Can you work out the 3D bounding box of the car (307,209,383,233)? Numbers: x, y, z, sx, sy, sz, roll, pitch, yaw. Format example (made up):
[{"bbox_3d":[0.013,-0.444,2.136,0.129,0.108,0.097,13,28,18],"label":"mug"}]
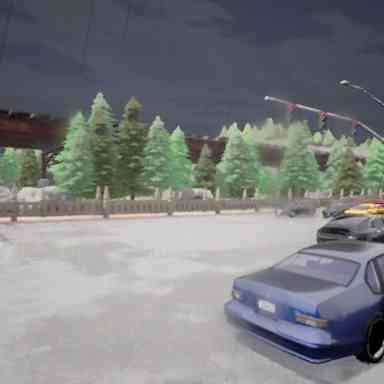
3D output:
[{"bbox_3d":[6.813,1.622,12.908,4.892,1.490,1.837,1,0,-36],"label":"car"}]

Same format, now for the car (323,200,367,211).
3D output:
[{"bbox_3d":[14.223,1.773,31.340,4.892,1.490,1.837,1,0,-36],"label":"car"}]

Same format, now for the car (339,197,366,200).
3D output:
[{"bbox_3d":[18.239,1.557,38.489,5.566,2.045,2.150,1,0,-36],"label":"car"}]

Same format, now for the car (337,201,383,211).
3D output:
[{"bbox_3d":[14.266,1.724,27.038,5.008,1.535,1.882,1,0,-36],"label":"car"}]

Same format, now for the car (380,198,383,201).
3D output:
[{"bbox_3d":[22.261,1.579,37.058,5.566,2.045,2.150,1,0,-35],"label":"car"}]

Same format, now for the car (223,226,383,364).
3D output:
[{"bbox_3d":[3.046,1.600,5.921,5.357,1.411,2.033,1,0,-35],"label":"car"}]

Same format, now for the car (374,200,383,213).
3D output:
[{"bbox_3d":[26.360,1.869,44.239,5.008,1.535,1.882,0,0,-36],"label":"car"}]

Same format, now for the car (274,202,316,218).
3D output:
[{"bbox_3d":[10.197,1.738,32.766,4.902,1.511,2.128,1,0,-36],"label":"car"}]
